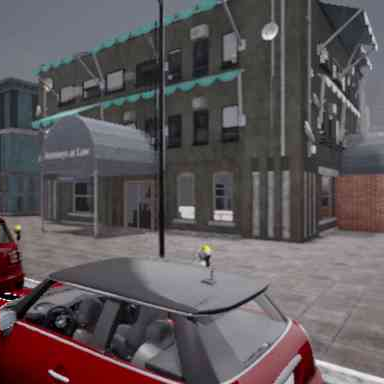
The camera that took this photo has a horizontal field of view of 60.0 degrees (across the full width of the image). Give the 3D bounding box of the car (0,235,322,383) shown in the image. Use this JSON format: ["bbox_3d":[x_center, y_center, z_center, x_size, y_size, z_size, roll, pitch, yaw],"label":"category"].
[{"bbox_3d":[-0.897,1.440,3.516,4.097,1.590,1.967,0,0,35],"label":"car"}]

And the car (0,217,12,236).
[{"bbox_3d":[-5.408,1.315,6.733,5.009,1.841,2.192,0,0,35],"label":"car"}]
